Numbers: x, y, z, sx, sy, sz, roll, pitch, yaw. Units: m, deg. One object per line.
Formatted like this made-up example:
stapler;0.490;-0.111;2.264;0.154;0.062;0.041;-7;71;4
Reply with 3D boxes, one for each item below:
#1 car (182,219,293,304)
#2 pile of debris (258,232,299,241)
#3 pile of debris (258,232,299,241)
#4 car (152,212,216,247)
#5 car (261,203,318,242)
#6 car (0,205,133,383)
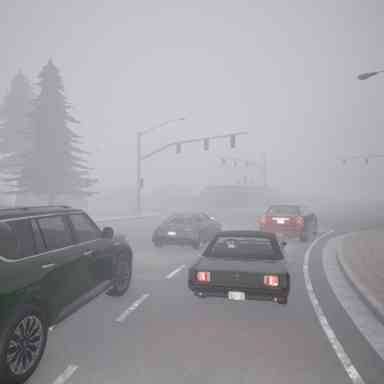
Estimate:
car;1.355;1.587;8.176;1.895;1.301;4.718;0;0;14
pile of debris;4.248;2.141;16.199;1.500;0.140;1.860;0;0;29
pile of debris;4.248;2.141;16.199;1.500;0.140;1.860;0;0;29
car;-0.070;1.543;14.540;1.994;1.385;4.181;0;0;20
car;4.868;1.316;16.437;2.097;1.767;4.553;0;0;28
car;-2.774;1.222;5.591;2.150;2.045;5.566;0;0;8
